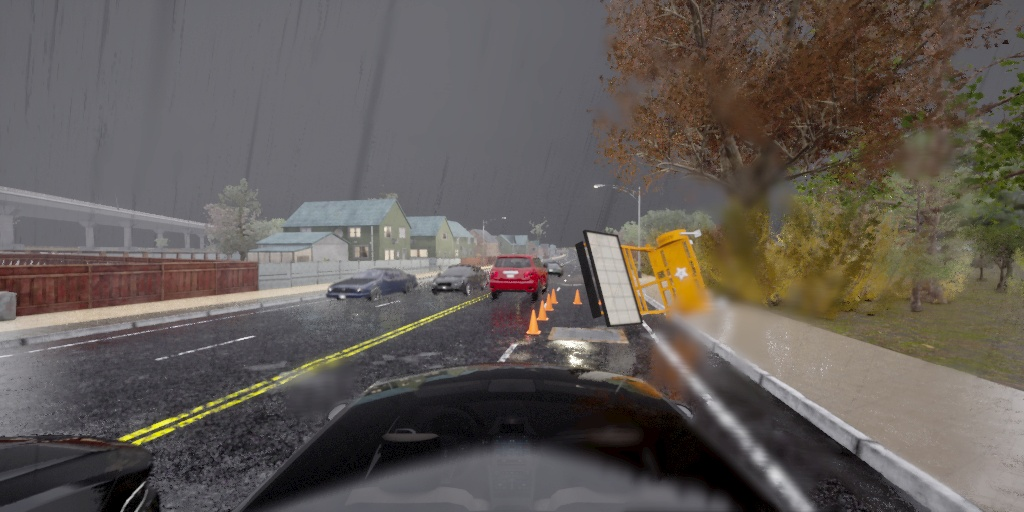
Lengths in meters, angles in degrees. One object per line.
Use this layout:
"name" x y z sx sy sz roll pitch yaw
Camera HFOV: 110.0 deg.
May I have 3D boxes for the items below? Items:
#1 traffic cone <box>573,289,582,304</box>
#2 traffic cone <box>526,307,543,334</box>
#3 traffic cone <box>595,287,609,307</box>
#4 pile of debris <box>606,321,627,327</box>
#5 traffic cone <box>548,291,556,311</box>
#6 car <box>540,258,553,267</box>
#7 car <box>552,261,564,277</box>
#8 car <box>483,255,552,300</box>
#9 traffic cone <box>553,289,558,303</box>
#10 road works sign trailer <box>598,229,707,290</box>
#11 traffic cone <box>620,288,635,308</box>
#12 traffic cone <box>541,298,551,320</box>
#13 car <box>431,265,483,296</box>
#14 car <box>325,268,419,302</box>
"traffic cone" 2.741 1.695 14.994 0.340 0.580 0.340 0 0 12
"traffic cone" 0.562 1.700 9.315 0.340 0.580 0.340 0 0 12
"traffic cone" 3.720 1.695 14.795 0.340 0.580 0.340 0 0 12
"pile of debris" 1.897 1.910 9.055 1.860 0.140 1.500 0 0 11
"traffic cone" 1.362 1.697 13.234 0.340 0.580 0.340 0 0 12
"car" 6.044 1.166 62.133 1.837 1.490 4.892 0 0 12
"car" 4.006 1.279 35.038 1.994 1.385 4.181 0 0 12
"car" 0.485 0.958 17.787 2.150 2.045 5.566 0 0 12
"traffic cone" 1.762 1.696 15.194 0.340 0.580 0.340 0 0 12
"road works sign trailer" 4.568 -0.997 10.703 2.880 3.560 2.380 0 0 -25
"traffic cone" 4.700 1.695 14.593 0.340 0.580 0.340 0 0 12
"traffic cone" 0.962 1.699 11.275 0.340 0.580 0.340 0 0 12
"car" -2.721 1.244 19.332 1.837 1.490 4.892 0 0 12
"car" -6.446 1.290 17.361 2.033 1.411 5.357 0 0 12
